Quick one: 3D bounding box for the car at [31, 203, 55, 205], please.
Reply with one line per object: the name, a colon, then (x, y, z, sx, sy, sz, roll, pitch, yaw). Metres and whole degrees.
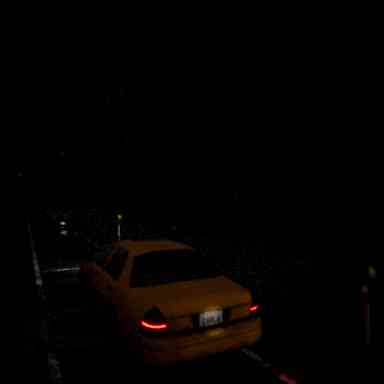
car: (-12.082, 1.824, 27.629, 1.947, 1.339, 4.313, 0, -1, -27)

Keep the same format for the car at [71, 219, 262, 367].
car: (-0.928, 1.511, 6.272, 1.801, 1.575, 5.366, 0, -1, -27)

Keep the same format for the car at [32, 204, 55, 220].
car: (-9.585, 1.762, 22.703, 2.008, 1.369, 4.403, 0, -1, -27)

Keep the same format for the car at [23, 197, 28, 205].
car: (-37.179, 2.190, 76.499, 1.967, 1.590, 4.097, 0, -1, -28)

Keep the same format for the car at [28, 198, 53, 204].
car: (-14.581, 1.620, 32.558, 2.192, 1.841, 5.009, 0, -1, -27)

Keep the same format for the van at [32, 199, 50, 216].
van: (-17.078, 1.693, 37.484, 1.690, 1.788, 3.998, 0, -1, -27)

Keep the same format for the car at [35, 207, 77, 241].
car: (-7.087, 1.715, 17.777, 2.008, 1.369, 4.403, 0, -1, -27)
